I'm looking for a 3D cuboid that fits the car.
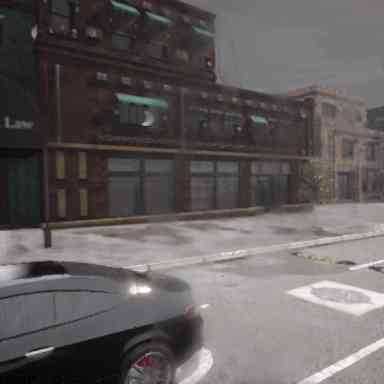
[{"bbox_3d":[-2.007,1.526,3.371,4.674,1.442,1.812,0,0,-35],"label":"car"}]
